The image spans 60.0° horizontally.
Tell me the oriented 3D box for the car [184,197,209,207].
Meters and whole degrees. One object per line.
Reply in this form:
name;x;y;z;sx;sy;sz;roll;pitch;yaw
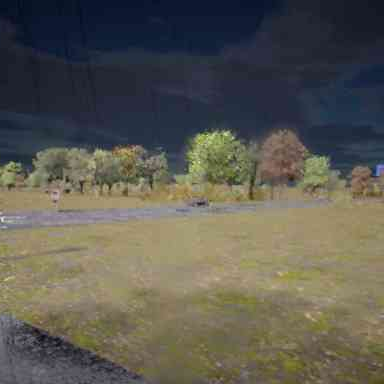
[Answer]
car;0.714;1.615;51.704;1.837;1.490;4.892;2;2;36
